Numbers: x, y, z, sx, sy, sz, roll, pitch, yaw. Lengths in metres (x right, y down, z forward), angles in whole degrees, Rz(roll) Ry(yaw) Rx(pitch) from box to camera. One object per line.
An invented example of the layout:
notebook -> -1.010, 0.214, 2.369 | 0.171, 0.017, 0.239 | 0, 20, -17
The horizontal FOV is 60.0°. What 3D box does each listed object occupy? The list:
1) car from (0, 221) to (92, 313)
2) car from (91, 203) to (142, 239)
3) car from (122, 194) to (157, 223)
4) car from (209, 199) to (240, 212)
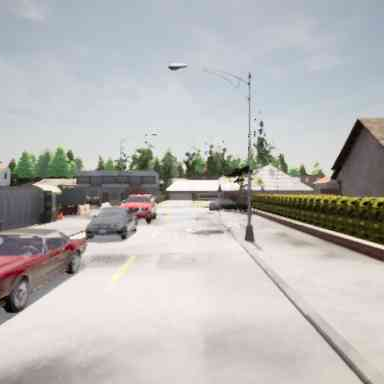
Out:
car -> -4.088, 1.587, 7.766 | 1.895, 1.301, 4.718 | 0, 0, 0
car -> -3.973, 1.506, 17.204 | 1.812, 1.442, 4.674 | 0, 0, 0
car -> -3.991, 1.195, 25.556 | 2.150, 2.045, 5.566 | 0, 0, 0
car -> 4.140, 1.541, 39.253 | 4.181, 1.385, 1.994 | 0, 0, -27
